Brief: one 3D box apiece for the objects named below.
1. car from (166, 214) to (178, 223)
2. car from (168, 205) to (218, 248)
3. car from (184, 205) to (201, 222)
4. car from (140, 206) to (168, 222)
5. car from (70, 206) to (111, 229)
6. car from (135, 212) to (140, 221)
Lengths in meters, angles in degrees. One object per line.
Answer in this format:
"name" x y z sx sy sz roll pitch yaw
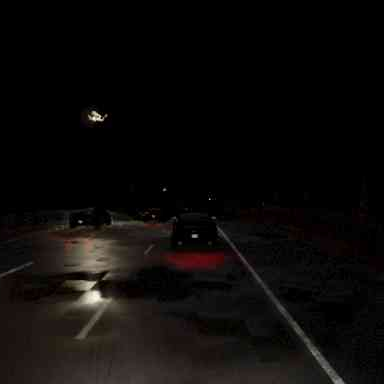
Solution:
"car" -3.379 4.688 57.832 1.812 1.442 4.674 0 -6 0
"car" 0.107 1.565 15.390 1.882 1.535 5.008 0 0 0
"car" 0.116 2.903 44.704 2.150 2.045 5.566 0 -6 0
"car" -3.389 2.099 31.522 1.812 1.442 4.674 0 -3 0
"car" -6.892 1.715 22.841 1.812 1.442 4.674 0 -1 0
"car" -6.883 3.545 47.404 2.033 1.411 5.357 0 -6 0
